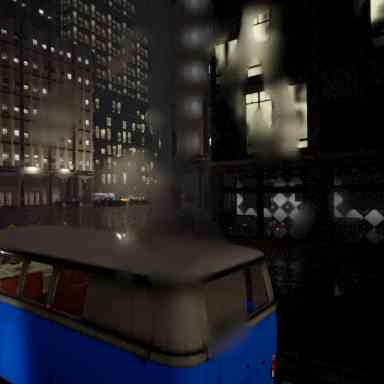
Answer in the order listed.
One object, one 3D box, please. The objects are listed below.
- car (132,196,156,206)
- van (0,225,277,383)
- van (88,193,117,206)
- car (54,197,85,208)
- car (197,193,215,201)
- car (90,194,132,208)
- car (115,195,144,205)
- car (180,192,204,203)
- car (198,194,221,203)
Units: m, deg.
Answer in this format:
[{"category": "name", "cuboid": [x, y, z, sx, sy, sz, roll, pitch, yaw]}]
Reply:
[{"category": "car", "cuboid": [-6.776, 1.230, 45.606, 2.008, 1.369, 4.403, 0, 0, 36]}, {"category": "van", "cuboid": [-1.082, 1.342, 3.663, 3.998, 1.788, 1.690, 0, -1, 36]}, {"category": "van", "cuboid": [-13.560, 1.135, 50.525, 1.690, 1.788, 3.998, 0, 0, 36]}, {"category": "car", "cuboid": [-16.891, 1.403, 45.975, 1.947, 1.339, 4.313, 0, 0, 36]}, {"category": "car", "cuboid": [3.104, 1.016, 73.278, 1.967, 1.590, 4.097, 0, 0, 36]}, {"category": "car", "cuboid": [-10.107, 1.267, 41.058, 1.887, 1.381, 4.507, 0, 0, 36]}, {"category": "car", "cuboid": [-10.327, 1.278, 54.939, 1.752, 1.417, 4.829, 0, 0, 36]}, {"category": "car", "cuboid": [-0.115, 0.909, 54.702, 2.192, 1.841, 5.009, 0, 0, 36]}, {"category": "car", "cuboid": [3.218, 1.101, 59.252, 2.008, 1.369, 4.403, 0, 0, 36]}]
